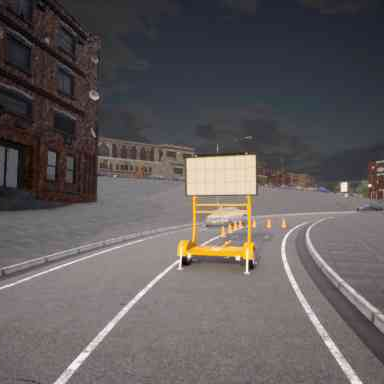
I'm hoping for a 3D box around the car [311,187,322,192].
[{"bbox_3d":[29.961,-0.341,84.021,4.553,1.767,2.185,4,-6,-40],"label":"car"}]

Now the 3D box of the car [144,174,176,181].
[{"bbox_3d":[-5.974,-2.264,58.025,4.892,1.521,2.231,2,-5,-32],"label":"car"}]

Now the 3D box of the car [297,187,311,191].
[{"bbox_3d":[25.660,-0.523,80.381,4.892,1.521,2.231,4,-6,-39],"label":"car"}]

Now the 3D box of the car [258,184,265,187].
[{"bbox_3d":[12.485,-1.455,70.215,4.553,1.767,2.185,3,-6,-35],"label":"car"}]

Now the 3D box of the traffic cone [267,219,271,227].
[{"bbox_3d":[5.373,2.167,23.223,0.340,0.580,0.340,-2,-1,17],"label":"traffic cone"}]

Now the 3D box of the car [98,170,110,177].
[{"bbox_3d":[-15.286,-2.773,52.301,4.553,1.767,2.185,2,-5,-32],"label":"car"}]

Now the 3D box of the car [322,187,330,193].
[{"bbox_3d":[34.176,-0.132,87.719,5.566,2.045,2.435,5,-6,-41],"label":"car"}]

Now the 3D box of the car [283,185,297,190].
[{"bbox_3d":[21.445,-0.754,76.979,4.674,1.452,2.002,3,-6,-38],"label":"car"}]

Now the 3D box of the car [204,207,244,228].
[{"bbox_3d":[2.505,1.849,24.880,1.812,1.442,4.674,-2,-2,26],"label":"car"}]

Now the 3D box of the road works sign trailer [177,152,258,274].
[{"bbox_3d":[1.002,0.528,10.974,2.380,3.560,2.880,-1,-1,18],"label":"road works sign trailer"}]

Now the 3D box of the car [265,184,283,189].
[{"bbox_3d":[17.080,-1.031,73.611,4.792,1.488,2.163,3,-6,-37],"label":"car"}]

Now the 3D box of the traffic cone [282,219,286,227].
[{"bbox_3d":[6.325,2.137,22.929,0.340,0.580,0.340,-2,-1,17],"label":"traffic cone"}]

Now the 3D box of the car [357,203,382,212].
[{"bbox_3d":[27.882,2.416,52.245,4.902,1.511,2.128,1,-4,-32],"label":"car"}]

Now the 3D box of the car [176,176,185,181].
[{"bbox_3d":[-1.281,-2.058,60.924,4.892,1.521,2.231,3,-5,-32],"label":"car"}]
